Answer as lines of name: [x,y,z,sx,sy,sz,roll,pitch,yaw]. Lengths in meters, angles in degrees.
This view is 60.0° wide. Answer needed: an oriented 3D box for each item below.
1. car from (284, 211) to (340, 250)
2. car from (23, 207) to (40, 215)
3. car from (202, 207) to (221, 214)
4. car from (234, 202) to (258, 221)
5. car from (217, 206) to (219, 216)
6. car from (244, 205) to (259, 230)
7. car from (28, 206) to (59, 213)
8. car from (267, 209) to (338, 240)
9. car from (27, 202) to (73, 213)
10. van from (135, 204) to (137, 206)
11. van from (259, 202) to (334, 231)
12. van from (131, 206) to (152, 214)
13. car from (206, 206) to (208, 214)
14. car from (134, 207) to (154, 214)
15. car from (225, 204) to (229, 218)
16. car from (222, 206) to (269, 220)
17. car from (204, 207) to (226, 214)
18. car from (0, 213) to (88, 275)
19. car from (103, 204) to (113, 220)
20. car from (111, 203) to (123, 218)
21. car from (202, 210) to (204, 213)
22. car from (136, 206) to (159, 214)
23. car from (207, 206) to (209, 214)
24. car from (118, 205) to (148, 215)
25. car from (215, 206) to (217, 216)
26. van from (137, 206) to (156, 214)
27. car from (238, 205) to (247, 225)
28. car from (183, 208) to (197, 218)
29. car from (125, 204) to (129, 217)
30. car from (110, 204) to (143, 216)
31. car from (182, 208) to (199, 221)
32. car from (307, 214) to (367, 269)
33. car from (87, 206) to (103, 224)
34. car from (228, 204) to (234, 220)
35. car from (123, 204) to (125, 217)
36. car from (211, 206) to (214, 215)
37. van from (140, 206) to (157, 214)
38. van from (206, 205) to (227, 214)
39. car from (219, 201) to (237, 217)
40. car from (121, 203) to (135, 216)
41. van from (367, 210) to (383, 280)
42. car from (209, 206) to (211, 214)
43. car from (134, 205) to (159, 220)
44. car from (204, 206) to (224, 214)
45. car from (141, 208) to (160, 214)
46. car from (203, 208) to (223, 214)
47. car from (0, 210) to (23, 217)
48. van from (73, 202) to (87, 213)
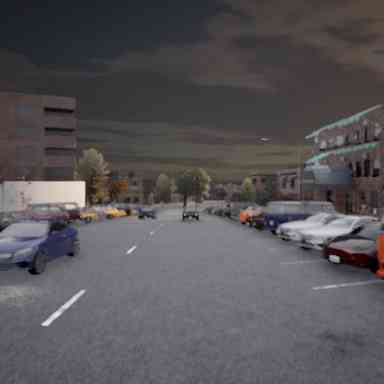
car: [6.409,1.655,13.415,4.674,1.452,2.002,1,-1,-20]
car: [-11.456,1.807,18.724,4.792,1.488,2.163,0,-1,-20]
car: [5.352,4.891,89.689,4.553,1.767,2.185,2,-4,-21]
car: [6.302,1.905,28.084,4.553,1.767,2.185,1,-2,-20]
car: [6.206,2.599,42.745,5.008,1.535,2.097,2,-3,-20]
car: [6.374,1.847,22.222,5.008,1.535,2.097,1,-2,-20]
car: [-11.439,1.903,21.728,4.674,1.452,2.002,0,-1,-20]
car: [6.398,1.727,16.353,4.674,1.452,2.002,1,-1,-20]
car: [-11.431,1.829,24.732,4.553,1.767,2.185,0,-2,-20]
van: [-11.875,2.990,54.588,4.442,1.987,1.878,0,-3,-21]
van: [6.493,1.541,19.336,4.442,1.987,1.878,1,-2,-20]
van: [-11.965,4.266,78.598,4.442,1.987,1.878,0,-3,-19]
car: [5.912,3.621,63.258,4.892,1.521,2.231,2,-4,-21]
car: [-11.796,4.527,81.643,4.553,1.767,2.185,0,-3,-19]
car: [6.281,2.240,33.953,4.892,1.521,2.231,2,-3,-20]
car: [6.405,2.473,39.877,5.366,1.575,1.946,2,-3,-21]
car: [5.588,4.550,80.853,5.008,1.535,2.097,2,-3,-21]
car: [-5.110,1.610,10.797,1.812,1.442,4.674,0,-1,0]
car: [-11.525,2.415,36.697,4.792,1.488,2.163,0,-3,-20]
car: [-11.409,2.504,39.739,5.366,1.575,1.946,0,-3,-20]
car: [5.529,4.231,74.916,5.366,1.575,1.946,2,-3,-21]
car: [-11.738,4.720,87.649,5.566,2.045,2.435,0,-4,-19]
car: [5.956,3.466,60.330,4.892,1.521,2.231,2,-4,-21]
car: [-11.925,3.602,66.614,5.566,2.045,2.435,0,-3,-20]
car: [6.160,2.728,45.674,5.008,1.535,2.097,2,-3,-21]
van: [-11.687,4.587,84.681,4.442,1.987,1.878,0,-4,-19]
car: [6.324,1.966,25.137,4.792,1.488,2.163,1,-2,-20]
car: [-0.276,2.983,48.186,1.895,1.301,4.718,0,-3,-1]
car: [-11.822,2.769,45.586,5.366,1.575,1.946,0,-3,-21]
car: [-11.878,3.282,60.604,5.566,2.045,2.435,0,-3,-21]
car: [-0.162,2.512,37.493,1.895,1.301,4.718,0,-2,-1]
car: [6.385,1.581,10.482,4.792,1.488,2.163,1,-1,-20]
car: [-11.329,2.155,30.773,5.366,1.575,1.946,0,-2,-20]
car: [6.304,2.135,31.017,4.892,1.521,2.231,2,-2,-20]
car: [-11.786,2.634,42.597,5.366,1.575,1.946,0,-2,-21]
car: [6.024,3.032,54.466,4.553,1.767,2.185,2,-3,-21]
van: [-11.840,4.904,90.586,4.442,1.987,1.878,0,-3,-19]
van: [5.755,4.173,77.971,4.442,1.987,1.878,2,-4,-21]
car: [6.289,2.105,36.907,5.566,2.045,2.435,2,-3,-20]
car: [-11.711,2.663,48.640,5.566,2.045,2.435,0,-3,-21]
van: [6.530,1.282,7.607,4.442,1.987,1.878,1,-1,-20]
car: [6.004,3.310,57.397,5.008,1.535,2.097,2,-4,-21]
car: [-5.201,2.554,39.709,2.033,1.411,5.357,0,-2,0]
car: [5.487,4.580,83.798,4.553,1.767,2.185,2,-4,-21]
car: [-11.690,5.289,93.609,5.008,1.535,2.097,0,-3,-19]
car: [5.475,4.892,86.756,4.792,1.488,2.163,2,-4,-21]
car: [-11.399,1.448,15.770,5.566,2.045,2.435,0,-2,-20]
van: [-11.375,1.826,27.766,4.442,1.987,1.878,0,-2,-20]
